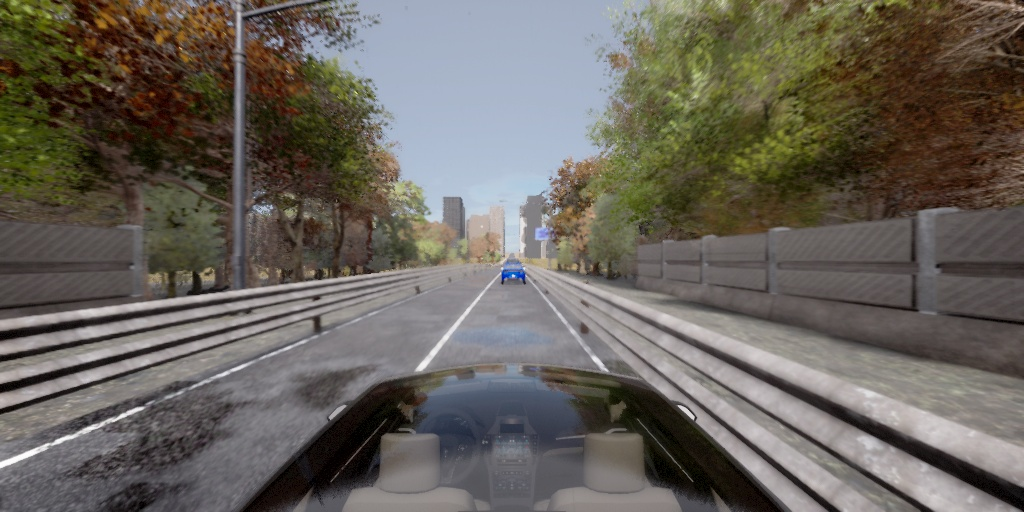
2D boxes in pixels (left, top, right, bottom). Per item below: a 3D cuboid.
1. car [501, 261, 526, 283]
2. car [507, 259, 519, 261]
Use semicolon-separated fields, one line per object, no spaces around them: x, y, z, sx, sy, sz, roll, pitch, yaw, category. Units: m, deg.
0.103;1.376;29.304;1.882;1.535;5.008;0;-1;0;car
0.109;1.398;48.064;2.150;2.045;5.566;0;-1;0;car
